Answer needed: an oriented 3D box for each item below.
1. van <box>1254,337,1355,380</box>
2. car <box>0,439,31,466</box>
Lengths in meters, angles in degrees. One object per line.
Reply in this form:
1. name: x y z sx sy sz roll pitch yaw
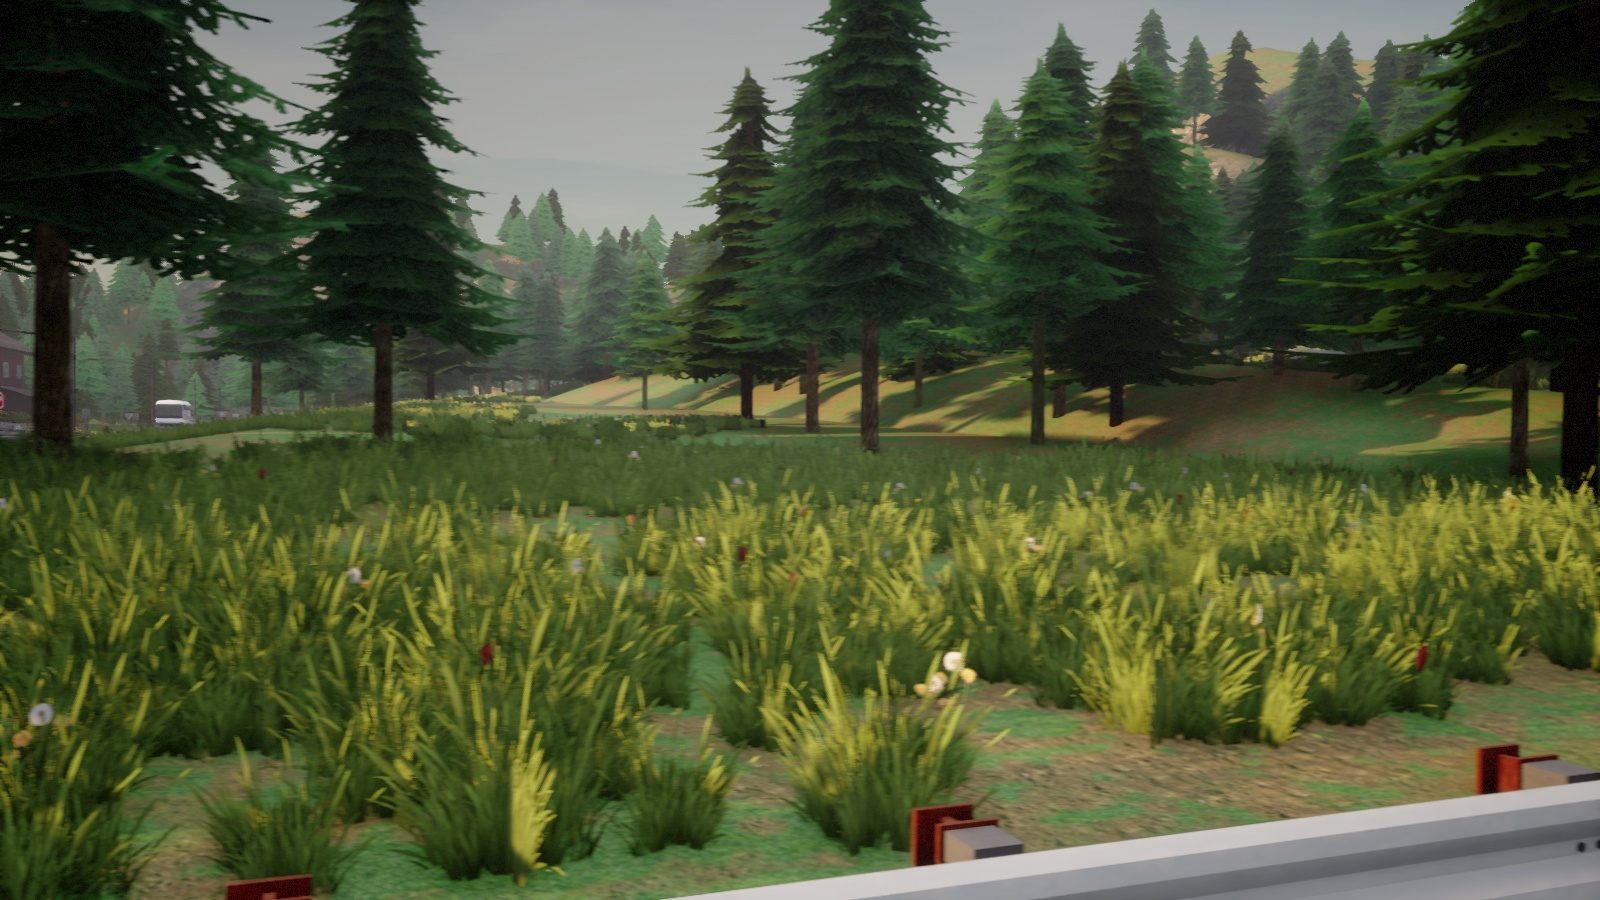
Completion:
1. van: 25.709 -4.689 64.143 1.775 1.987 4.442 -2 6 -34
2. car: -46.652 0.130 73.827 1.845 1.501 3.633 -1 1 -21
